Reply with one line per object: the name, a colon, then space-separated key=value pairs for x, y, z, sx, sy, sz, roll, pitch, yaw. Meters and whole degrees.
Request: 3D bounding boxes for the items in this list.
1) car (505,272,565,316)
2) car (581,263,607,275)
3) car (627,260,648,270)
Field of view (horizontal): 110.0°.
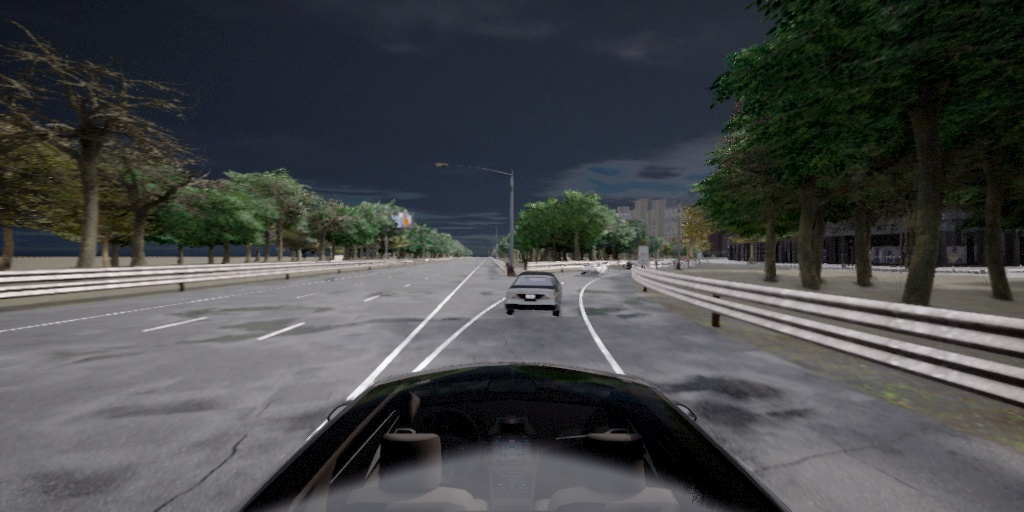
car: x=0.959 y=1.309 z=13.608 sx=2.033 sy=1.411 sz=5.357 roll=0 pitch=0 yaw=9
car: x=9.073 y=1.412 z=39.282 sx=1.895 sy=1.301 sz=4.718 roll=0 pitch=0 yaw=27
car: x=19.165 y=1.343 z=54.785 sx=1.882 sy=1.535 sz=5.008 roll=0 pitch=0 yaw=38
